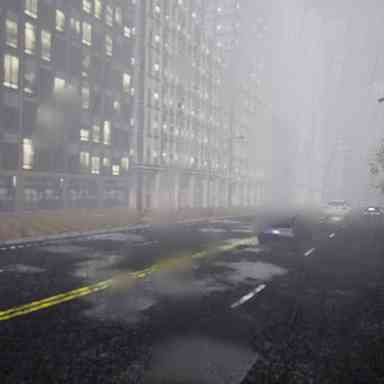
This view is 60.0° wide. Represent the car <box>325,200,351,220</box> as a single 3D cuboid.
[{"bbox_3d":[16.285,1.906,37.000,2.150,2.045,5.566,1,0,30],"label":"car"}]

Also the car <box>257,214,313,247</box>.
[{"bbox_3d":[4.784,1.812,16.719,1.994,1.385,4.181,1,0,30],"label":"car"}]

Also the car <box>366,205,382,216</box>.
[{"bbox_3d":[26.155,2.618,47.690,1.895,1.301,4.718,1,0,30],"label":"car"}]

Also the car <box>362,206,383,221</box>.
[{"bbox_3d":[19.654,2.319,36.267,2.033,1.411,5.357,1,0,30],"label":"car"}]
